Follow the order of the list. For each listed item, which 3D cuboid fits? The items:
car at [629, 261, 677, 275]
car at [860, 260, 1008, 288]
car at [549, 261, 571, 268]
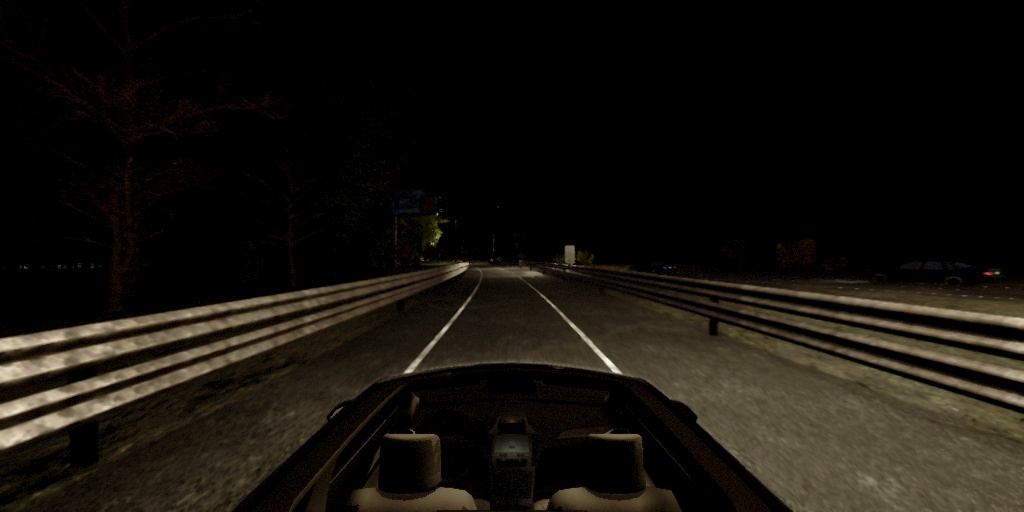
[{"bbox_3d":[14.350,1.173,36.745,2.033,1.411,5.357,-1,0,-19],"label":"car"},{"bbox_3d":[23.685,0.923,20.481,2.033,1.411,5.357,-1,0,-19],"label":"car"},{"bbox_3d":[7.470,1.369,56.617,1.895,1.301,4.718,-1,0,-19],"label":"car"}]
